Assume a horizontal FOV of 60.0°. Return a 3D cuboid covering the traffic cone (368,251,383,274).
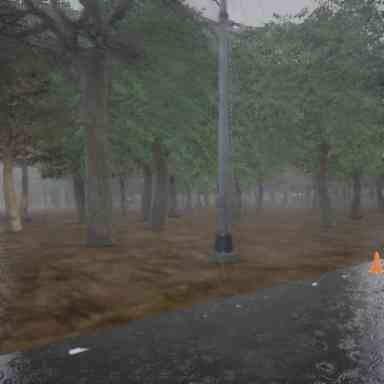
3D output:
[{"bbox_3d":[5.374,2.030,9.677,0.340,0.580,0.340,0,-1,-37],"label":"traffic cone"}]
